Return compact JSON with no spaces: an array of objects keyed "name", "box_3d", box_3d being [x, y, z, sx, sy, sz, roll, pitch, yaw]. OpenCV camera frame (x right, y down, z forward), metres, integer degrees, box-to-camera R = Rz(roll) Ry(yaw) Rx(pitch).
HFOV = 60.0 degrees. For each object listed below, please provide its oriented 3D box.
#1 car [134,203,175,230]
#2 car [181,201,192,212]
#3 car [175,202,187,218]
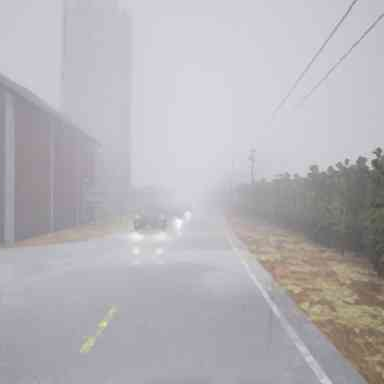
[{"name":"car","box_3d":[-2.653,1.655,23.402,2.097,1.767,4.553,0,-1,3]},{"name":"car","box_3d":[-1.040,2.134,49.726,2.128,1.511,4.902,0,-1,2]},{"name":"car","box_3d":[-1.914,2.064,35.779,1.895,1.301,4.718,0,-1,4]}]
